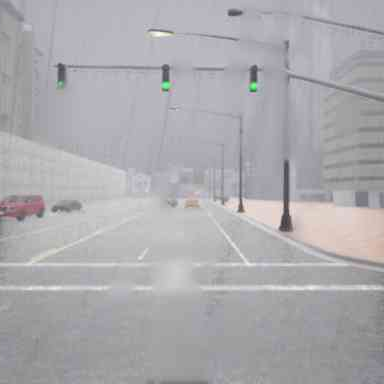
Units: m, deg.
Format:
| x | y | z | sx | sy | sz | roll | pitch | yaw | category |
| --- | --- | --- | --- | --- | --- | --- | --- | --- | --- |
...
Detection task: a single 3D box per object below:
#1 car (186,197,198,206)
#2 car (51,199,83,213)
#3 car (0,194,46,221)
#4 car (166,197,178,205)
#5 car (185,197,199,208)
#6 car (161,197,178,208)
| x | y | z | sx | sy | sz | roll | pitch | yaw | category |
| --- | --- | --- | --- | --- | --- | --- | --- | --- | --- |
| 0.011 | 1.548 | 57.750 | 2.033 | 1.411 | 5.357 | 0 | 0 | 0 | car |
| -14.069 | 1.548 | 37.766 | 2.033 | 1.411 | 5.357 | 0 | 0 | 0 | car |
| -14.084 | 1.222 | 27.373 | 2.150 | 2.045 | 5.566 | 0 | 0 | 0 | car |
| -3.489 | 1.601 | 58.570 | 1.895 | 1.301 | 4.718 | 0 | 0 | 0 | car |
| 0.009 | 1.478 | 47.332 | 1.882 | 1.535 | 5.008 | 0 | 0 | 0 | car |
| -3.403 | 1.526 | 48.334 | 1.812 | 1.442 | 4.674 | 0 | 0 | 0 | car |
